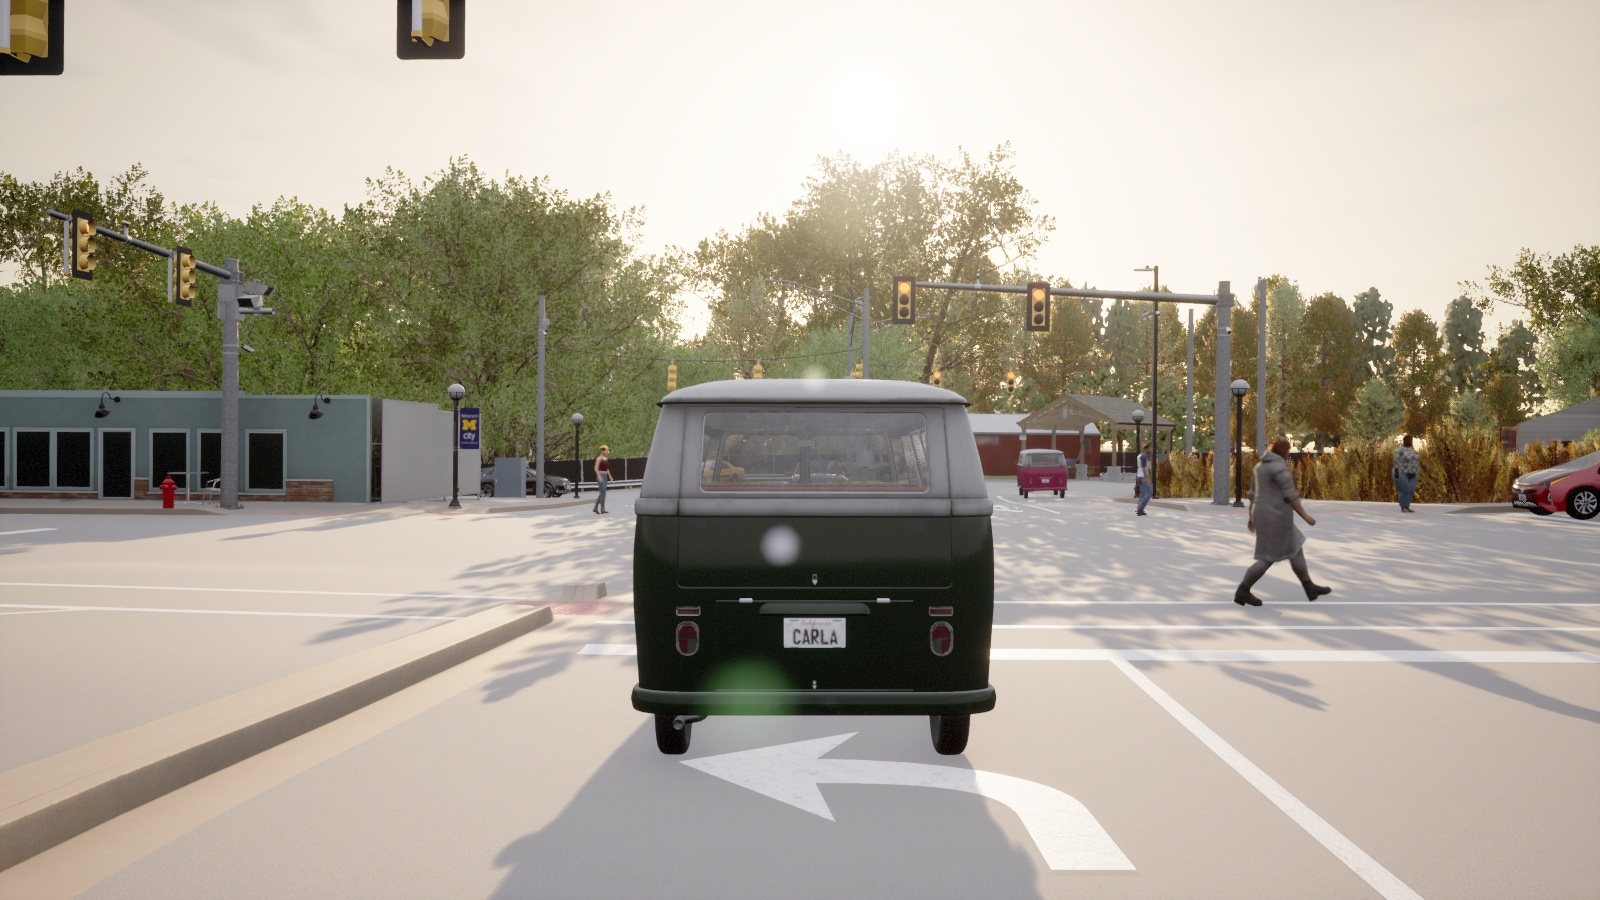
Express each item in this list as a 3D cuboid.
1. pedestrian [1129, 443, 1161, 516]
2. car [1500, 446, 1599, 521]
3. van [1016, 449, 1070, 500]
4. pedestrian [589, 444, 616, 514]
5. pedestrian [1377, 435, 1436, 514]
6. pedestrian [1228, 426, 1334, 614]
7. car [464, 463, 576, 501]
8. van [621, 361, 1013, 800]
[{"bbox_3d":[8.732,0.745,31.809,0.706,1.836,0.354,1,0,4],"label":"pedestrian"},{"bbox_3d":[17.983,0.673,27.175,4.514,1.525,2.007,-1,0,4],"label":"car"},{"bbox_3d":[10.010,0.969,52.072,1.775,1.987,4.442,-1,0,6],"label":"van"},{"bbox_3d":[-5.248,0.767,33.364,0.594,1.836,0.345,1,0,24],"label":"pedestrian"},{"bbox_3d":[14.465,0.582,29.960,0.874,1.855,0.900,1,0,-21],"label":"pedestrian"},{"bbox_3d":[5.127,0.729,13.428,0.873,1.952,0.659,1,0,4],"label":"pedestrian"},{"bbox_3d":[-13.512,1.534,60.746,4.856,1.649,2.033,-1,1,8],"label":"car"},{"bbox_3d":[0.063,0.631,7.930,1.775,1.987,4.442,0,-1,0],"label":"van"}]
